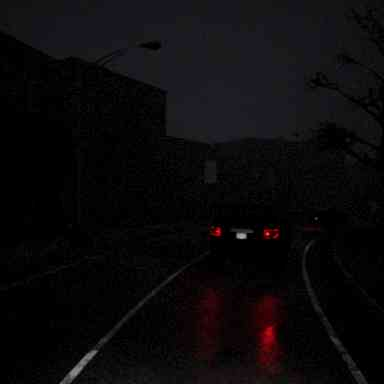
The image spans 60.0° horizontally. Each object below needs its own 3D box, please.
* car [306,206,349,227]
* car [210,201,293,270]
[{"bbox_3d":[10.671,1.794,25.935,1.882,1.535,5.008,1,0,42],"label":"car"},{"bbox_3d":[2.255,1.325,11.732,2.150,2.045,5.566,0,0,19],"label":"car"}]
